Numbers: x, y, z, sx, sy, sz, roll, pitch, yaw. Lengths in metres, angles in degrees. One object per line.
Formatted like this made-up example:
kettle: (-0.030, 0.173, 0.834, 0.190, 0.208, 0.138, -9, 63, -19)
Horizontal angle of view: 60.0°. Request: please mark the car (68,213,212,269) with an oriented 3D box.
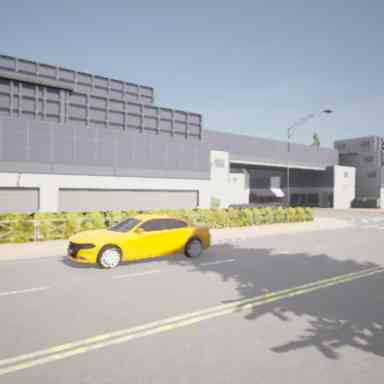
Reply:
car: (-1.609, 1.522, 11.436, 5.008, 1.535, 1.882, 1, 0, -35)
